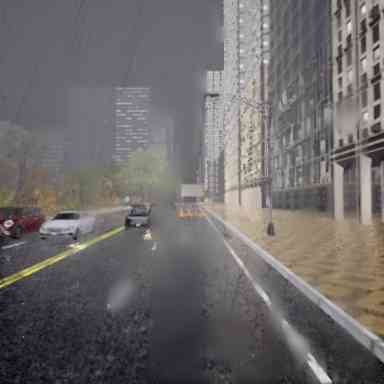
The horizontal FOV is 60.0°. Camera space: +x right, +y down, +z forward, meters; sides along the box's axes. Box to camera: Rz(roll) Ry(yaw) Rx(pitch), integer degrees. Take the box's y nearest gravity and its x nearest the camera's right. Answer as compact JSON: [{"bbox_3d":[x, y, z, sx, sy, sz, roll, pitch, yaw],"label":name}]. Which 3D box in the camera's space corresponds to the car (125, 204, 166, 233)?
[{"bbox_3d":[-3.155,1.761,21.933,2.128,1.511,4.902,0,-1,0],"label":"car"}]

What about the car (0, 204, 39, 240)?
[{"bbox_3d":[-9.850,1.575,18.363,2.097,1.767,4.553,0,-1,0],"label":"car"}]

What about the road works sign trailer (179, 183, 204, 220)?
[{"bbox_3d":[-0.002,0.875,32.532,2.380,3.560,2.880,0,-1,0],"label":"road works sign trailer"}]

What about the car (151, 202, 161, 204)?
[{"bbox_3d":[-6.536,2.439,59.665,1.895,1.301,4.718,0,-1,1],"label":"car"}]

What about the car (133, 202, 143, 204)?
[{"bbox_3d":[-9.786,2.440,59.665,1.895,1.301,4.718,0,-1,1],"label":"car"}]

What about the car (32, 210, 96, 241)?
[{"bbox_3d":[-6.592,1.747,18.213,1.812,1.442,4.674,0,-1,0],"label":"car"}]

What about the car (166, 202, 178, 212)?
[{"bbox_3d":[-3.161,2.188,48.983,1.812,1.442,4.674,0,-1,0],"label":"car"}]
